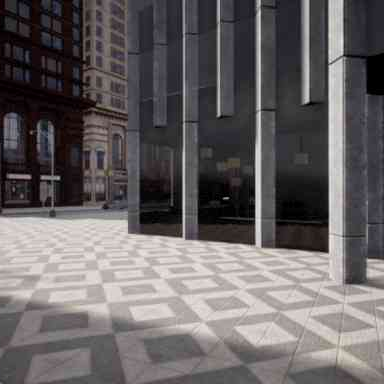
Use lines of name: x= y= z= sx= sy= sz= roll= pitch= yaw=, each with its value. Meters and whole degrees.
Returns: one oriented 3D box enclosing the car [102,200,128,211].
car: x=-9.463 y=1.651 z=42.533 sx=1.994 sy=1.385 sz=4.181 roll=0 pitch=0 yaw=36
